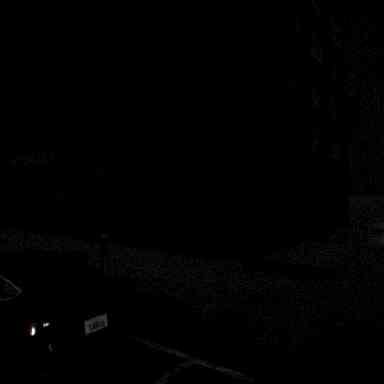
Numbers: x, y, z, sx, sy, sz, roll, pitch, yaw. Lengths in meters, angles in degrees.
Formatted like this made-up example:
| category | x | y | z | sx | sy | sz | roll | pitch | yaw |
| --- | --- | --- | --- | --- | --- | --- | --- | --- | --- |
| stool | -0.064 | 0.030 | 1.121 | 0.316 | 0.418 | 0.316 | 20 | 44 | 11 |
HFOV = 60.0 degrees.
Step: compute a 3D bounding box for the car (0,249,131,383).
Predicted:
| category | x | y | z | sx | sy | sz | roll | pitch | yaw |
| --- | --- | --- | --- | --- | --- | --- | --- | --- | --- |
| car | -2.803 | 1.565 | 5.065 | 4.313 | 1.339 | 1.947 | 0 | 0 | 35 |
